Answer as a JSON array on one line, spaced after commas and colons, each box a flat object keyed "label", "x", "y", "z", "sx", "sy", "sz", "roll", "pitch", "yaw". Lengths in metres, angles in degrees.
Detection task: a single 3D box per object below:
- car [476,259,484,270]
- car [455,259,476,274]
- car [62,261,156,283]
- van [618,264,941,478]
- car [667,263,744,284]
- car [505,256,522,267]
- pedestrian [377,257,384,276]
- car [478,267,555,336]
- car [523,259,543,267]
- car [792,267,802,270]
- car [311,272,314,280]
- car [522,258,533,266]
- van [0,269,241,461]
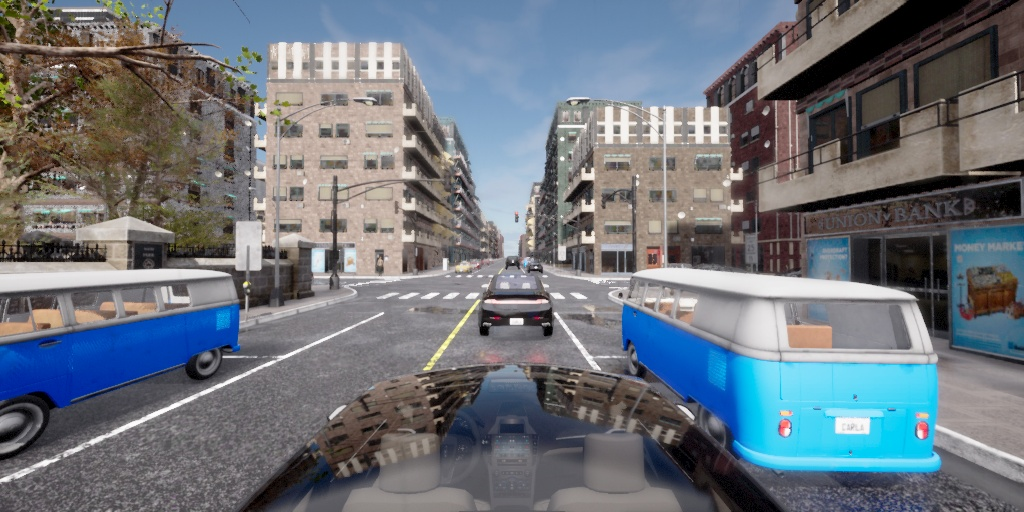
[{"label": "car", "x": -5.669, "y": 1.209, "z": 53.895, "sx": 1.967, "sy": 1.591, "sz": 4.097, "roll": 0, "pitch": 0, "yaw": 0}, {"label": "car", "x": -5.673, "y": 1.290, "z": 42.439, "sx": 1.751, "sy": 1.417, "sz": 4.829, "roll": 0, "pitch": 0, "yaw": 0}, {"label": "car", "x": -28.533, "y": 1.108, "z": 25.510, "sx": 4.674, "sy": 1.442, "sz": 1.812, "roll": 0, "pitch": -1, "yaw": 1}, {"label": "van", "x": 2.660, "y": 1.092, "z": 4.659, "sx": 1.690, "sy": 1.789, "sz": 3.998, "roll": 0, "pitch": 0, "yaw": 0}, {"label": "car", "x": 15.102, "y": 1.358, "z": 28.175, "sx": 5.008, "sy": 1.535, "sz": 1.882, "roll": 0, "pitch": -1, "yaw": 1}, {"label": "car", "x": 0.122, "y": 0.992, "z": 56.575, "sx": 2.150, "sy": 2.045, "sz": 5.566, "roll": 0, "pitch": 0, "yaw": 0}, {"label": "pedestrian", "x": -12.526, "y": 0.968, "z": 34.054, "sx": 0.375, "sy": 1.860, "sz": 0.375, "roll": 0, "pitch": -1, "yaw": 1}, {"label": "car", "x": 0.103, "y": 1.244, "z": 10.390, "sx": 2.128, "sy": 1.511, "sz": 4.902, "roll": 0, "pitch": 0, "yaw": 0}, {"label": "car", "x": 2.708, "y": 1.331, "z": 42.606, "sx": 1.948, "sy": 1.339, "sz": 4.313, "roll": 0, "pitch": 0, "yaw": 0}, {"label": "car", "x": 24.924, "y": 1.548, "z": 30.631, "sx": 4.313, "sy": 1.339, "sz": 1.948, "roll": 0, "pitch": 0, "yaw": 1}, {"label": "car", "x": -16.578, "y": 0.999, "z": 25.364, "sx": 4.553, "sy": 1.767, "sz": 2.097, "roll": 0, "pitch": -1, "yaw": 1}, {"label": "car", "x": 2.710, "y": 1.318, "z": 48.249, "sx": 2.007, "sy": 1.370, "sz": 4.403, "roll": 0, "pitch": 0, "yaw": 0}, {"label": "van", "x": -5.655, "y": 1.092, "z": 4.664, "sx": 1.690, "sy": 1.789, "sz": 3.998, "roll": 0, "pitch": 0, "yaw": 0}]
